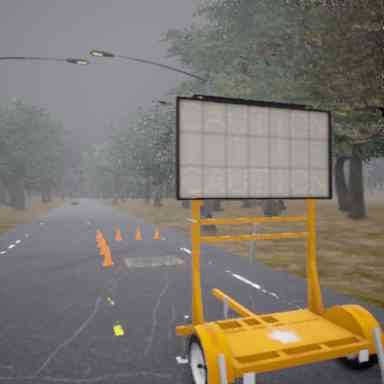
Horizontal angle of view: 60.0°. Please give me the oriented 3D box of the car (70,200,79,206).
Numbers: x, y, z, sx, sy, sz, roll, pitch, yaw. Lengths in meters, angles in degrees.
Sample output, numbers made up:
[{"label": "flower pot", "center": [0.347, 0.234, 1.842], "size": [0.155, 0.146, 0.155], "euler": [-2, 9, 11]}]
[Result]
[{"label": "car", "center": [-27.570, 2.479, 78.101], "size": [2.033, 1.411, 5.357], "euler": [0, -1, -19]}]

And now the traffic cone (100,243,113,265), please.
[{"label": "traffic cone", "center": [-2.771, 2.076, 10.932], "size": [0.340, 0.580, 0.340], "euler": [0, -1, -19]}]

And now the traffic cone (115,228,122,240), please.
[{"label": "traffic cone", "center": [-3.743, 2.141, 16.936], "size": [0.340, 0.580, 0.340], "euler": [0, -1, -19]}]

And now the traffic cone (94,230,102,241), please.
[{"label": "traffic cone", "center": [-4.050, 2.120, 14.722], "size": [0.340, 0.580, 0.340], "euler": [0, -1, -19]}]

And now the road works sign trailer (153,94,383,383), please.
[{"label": "road works sign trailer", "center": [0.853, 0.508, 4.788], "size": [2.380, 3.560, 2.880], "euler": [0, -1, -19]}]

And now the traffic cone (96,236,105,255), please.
[{"label": "traffic cone", "center": [-3.411, 2.098, 12.827], "size": [0.340, 0.580, 0.340], "euler": [0, -1, -19]}]
